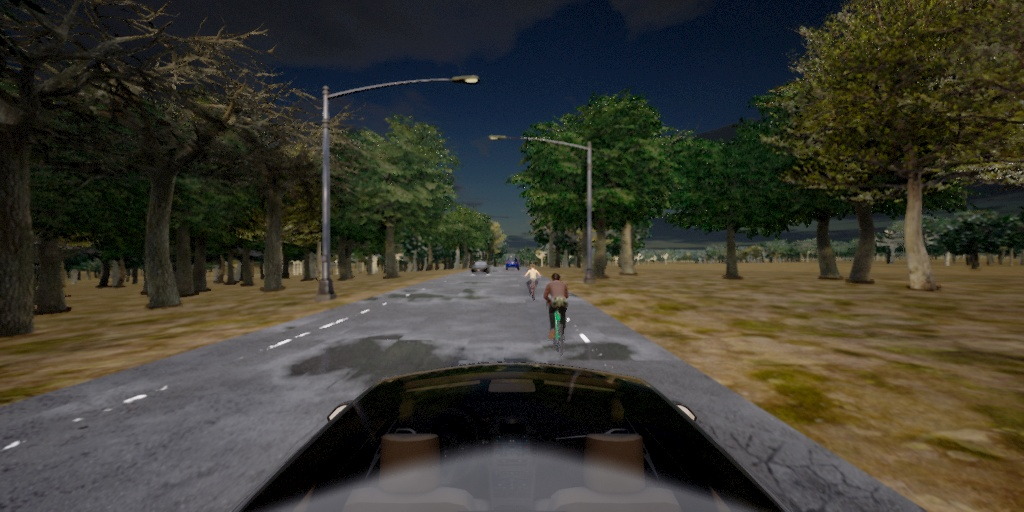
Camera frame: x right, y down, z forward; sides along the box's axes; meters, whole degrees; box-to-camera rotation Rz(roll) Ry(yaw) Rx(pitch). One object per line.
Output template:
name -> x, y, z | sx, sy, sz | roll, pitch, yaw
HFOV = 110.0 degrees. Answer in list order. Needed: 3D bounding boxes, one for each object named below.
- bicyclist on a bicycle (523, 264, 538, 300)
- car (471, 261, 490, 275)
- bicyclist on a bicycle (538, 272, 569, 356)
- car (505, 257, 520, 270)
bicyclist on a bicycle -> 0.956, 1.167, 16.542 | 0.866, 1.612, 1.509 | 0, 0, 0
car -> -3.592, 1.296, 41.274 | 1.882, 1.535, 5.008 | 0, 0, 0
bicyclist on a bicycle -> 0.963, 1.192, 7.675 | 0.582, 1.620, 1.656 | 0, 0, 0
car -> 0.107, 1.201, 59.027 | 2.150, 2.045, 5.566 | 0, 0, 0
